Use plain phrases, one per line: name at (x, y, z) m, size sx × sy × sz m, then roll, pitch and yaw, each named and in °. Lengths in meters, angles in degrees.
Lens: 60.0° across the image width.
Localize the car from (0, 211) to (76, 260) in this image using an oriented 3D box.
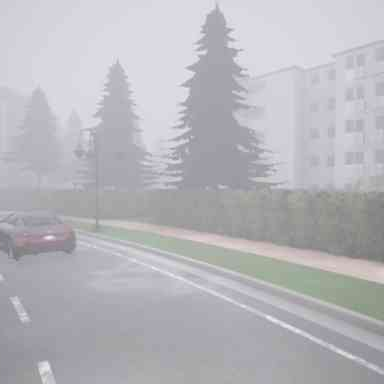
car at (-5.745, 1.360, 11.805) m, size 1.994 × 1.385 × 4.181 m, roll -1°, pitch 1°, yaw -41°
